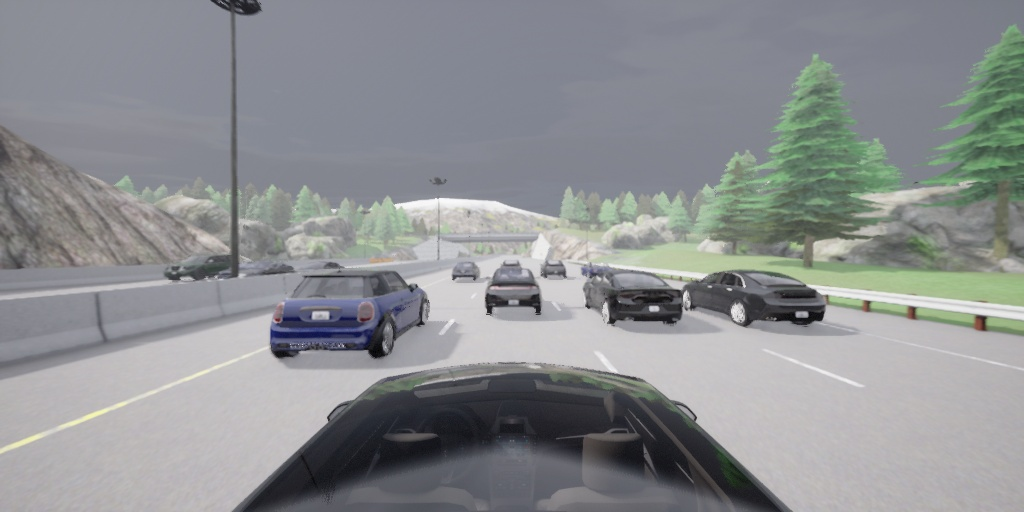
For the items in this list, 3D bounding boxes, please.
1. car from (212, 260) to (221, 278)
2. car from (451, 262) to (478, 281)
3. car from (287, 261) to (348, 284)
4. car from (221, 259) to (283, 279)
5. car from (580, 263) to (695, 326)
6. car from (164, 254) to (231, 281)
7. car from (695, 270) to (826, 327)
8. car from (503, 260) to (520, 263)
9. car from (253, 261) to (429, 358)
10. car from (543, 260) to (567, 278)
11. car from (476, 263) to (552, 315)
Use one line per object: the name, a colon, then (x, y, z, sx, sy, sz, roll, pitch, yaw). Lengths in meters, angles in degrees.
car: (-21.200, 1.201, 29.453, 2.033, 1.411, 5.357, 0, 0, 0)
car: (-3.546, 1.144, 28.254, 2.033, 1.411, 5.357, 0, 0, 0)
car: (-14.203, 1.152, 26.573, 1.837, 1.490, 4.892, 0, 0, 0)
car: (-17.703, 1.156, 25.766, 2.128, 1.511, 4.902, 0, 0, 0)
car: (3.550, 1.153, 11.450, 1.882, 1.535, 5.008, 0, 0, 0)
car: (-24.702, 0.892, 28.980, 2.150, 2.045, 5.566, 0, 0, 0)
car: (7.050, 1.170, 11.157, 1.837, 1.490, 4.892, 0, 0, 0)
car: (-0.064, 1.055, 31.385, 2.128, 1.511, 4.902, 0, 0, 0)
car: (-3.439, 1.072, 8.550, 2.097, 1.767, 4.553, 0, 0, 0)
car: (3.441, 1.048, 30.441, 2.128, 1.511, 4.902, 0, 0, 0)
car: (0.040, 1.169, 13.208, 2.128, 1.511, 4.902, 0, 0, 0)
